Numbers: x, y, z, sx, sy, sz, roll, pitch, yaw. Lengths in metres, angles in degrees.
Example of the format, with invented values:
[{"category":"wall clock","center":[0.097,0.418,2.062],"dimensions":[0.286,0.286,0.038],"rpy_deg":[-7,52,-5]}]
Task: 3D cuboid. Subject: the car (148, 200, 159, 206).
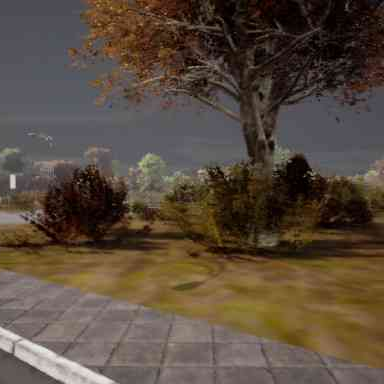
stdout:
[{"category":"car","center":[-5.915,1.987,58.006],"dimensions":[1.994,1.385,4.181],"rpy_deg":[-1,-1,34]}]
